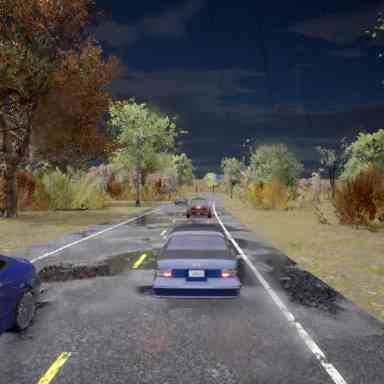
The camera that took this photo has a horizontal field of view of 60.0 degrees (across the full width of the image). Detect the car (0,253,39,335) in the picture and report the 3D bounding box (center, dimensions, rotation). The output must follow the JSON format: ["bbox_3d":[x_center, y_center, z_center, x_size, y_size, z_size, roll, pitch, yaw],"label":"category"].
[{"bbox_3d":[-3.578,1.523,4.082,1.812,1.442,4.674,0,0,0],"label":"car"}]

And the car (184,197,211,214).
[{"bbox_3d":[0.641,1.326,29.930,2.097,1.767,4.553,0,0,2],"label":"car"}]

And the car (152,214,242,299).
[{"bbox_3d":[0.139,1.542,8.622,2.033,1.411,5.357,0,0,1],"label":"car"}]

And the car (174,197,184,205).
[{"bbox_3d":[-1.735,1.499,54.856,1.994,1.385,4.181,0,0,5],"label":"car"}]
